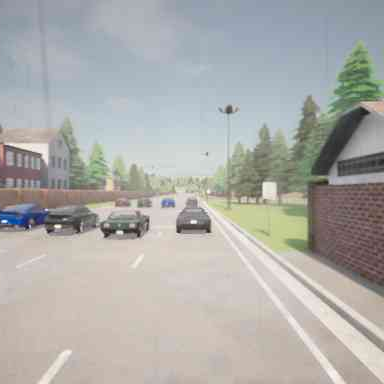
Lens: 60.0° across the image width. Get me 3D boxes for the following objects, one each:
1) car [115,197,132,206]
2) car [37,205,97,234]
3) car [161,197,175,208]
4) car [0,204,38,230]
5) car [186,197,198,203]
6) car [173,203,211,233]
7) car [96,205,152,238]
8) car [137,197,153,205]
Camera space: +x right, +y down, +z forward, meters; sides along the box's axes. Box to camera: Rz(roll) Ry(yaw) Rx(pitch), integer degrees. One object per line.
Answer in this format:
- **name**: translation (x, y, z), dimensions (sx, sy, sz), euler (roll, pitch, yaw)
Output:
- **car**: translation (-10.516, 1.566, 50.938), dimensions (1.812, 1.442, 4.674), euler (0, 0, 0)
- **car**: translation (-6.907, 1.520, 19.528), dimensions (1.837, 1.490, 4.892), euler (0, 0, 0)
- **car**: translation (-3.517, 1.517, 49.555), dimensions (1.882, 1.535, 5.008), euler (0, 0, 0)
- **car**: translation (-10.407, 1.494, 21.025), dimensions (1.882, 1.535, 5.008), euler (0, 0, 0)
- **car**: translation (-0.017, 1.532, 50.765), dimensions (2.128, 1.511, 4.902), euler (0, 0, 0)
- **car**: translation (0.093, 1.580, 19.962), dimensions (1.994, 1.385, 4.181), euler (0, 0, 0)
- **car**: translation (-3.405, 1.615, 17.919), dimensions (1.895, 1.301, 4.718), euler (0, 0, 0)
- **car**: translation (-7.017, 1.531, 49.574), dimensions (2.128, 1.511, 4.902), euler (0, 0, 0)
